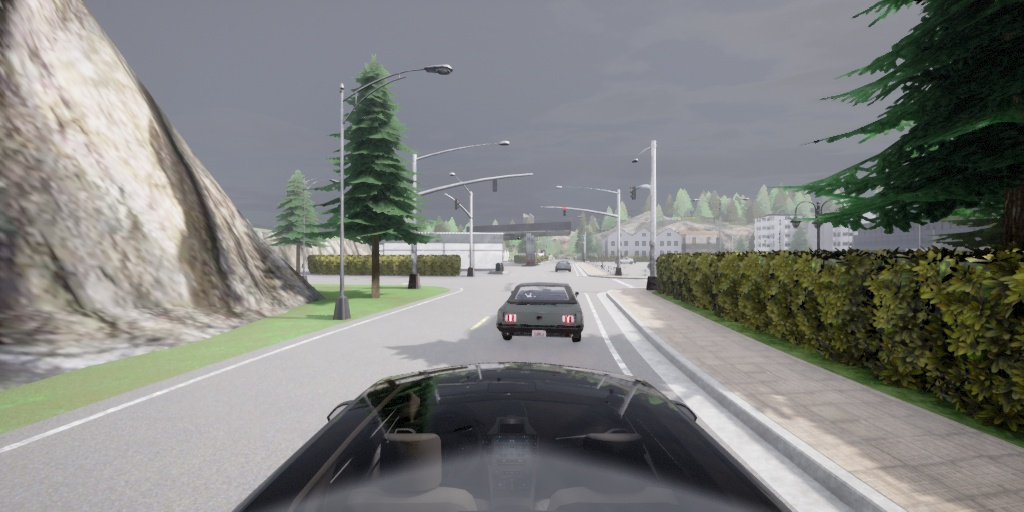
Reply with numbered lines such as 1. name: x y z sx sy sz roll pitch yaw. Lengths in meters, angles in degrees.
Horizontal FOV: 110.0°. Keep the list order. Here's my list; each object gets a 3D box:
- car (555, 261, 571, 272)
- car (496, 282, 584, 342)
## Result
1. car: 6.538 1.314 45.733 1.994 1.385 4.181 0 0 9
2. car: 0.881 1.351 9.770 1.895 1.301 4.718 0 0 8
